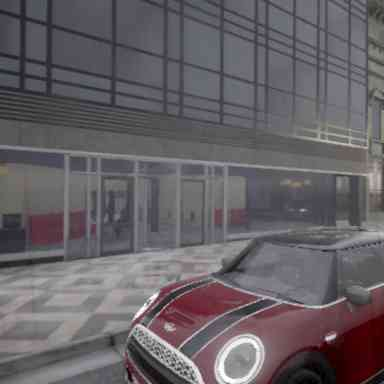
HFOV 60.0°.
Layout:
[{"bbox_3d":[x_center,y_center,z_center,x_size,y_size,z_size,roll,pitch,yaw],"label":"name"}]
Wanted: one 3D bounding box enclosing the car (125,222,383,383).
[{"bbox_3d":[1.457,1.351,4.391,4.553,1.767,2.097,0,0,-35],"label":"car"}]
